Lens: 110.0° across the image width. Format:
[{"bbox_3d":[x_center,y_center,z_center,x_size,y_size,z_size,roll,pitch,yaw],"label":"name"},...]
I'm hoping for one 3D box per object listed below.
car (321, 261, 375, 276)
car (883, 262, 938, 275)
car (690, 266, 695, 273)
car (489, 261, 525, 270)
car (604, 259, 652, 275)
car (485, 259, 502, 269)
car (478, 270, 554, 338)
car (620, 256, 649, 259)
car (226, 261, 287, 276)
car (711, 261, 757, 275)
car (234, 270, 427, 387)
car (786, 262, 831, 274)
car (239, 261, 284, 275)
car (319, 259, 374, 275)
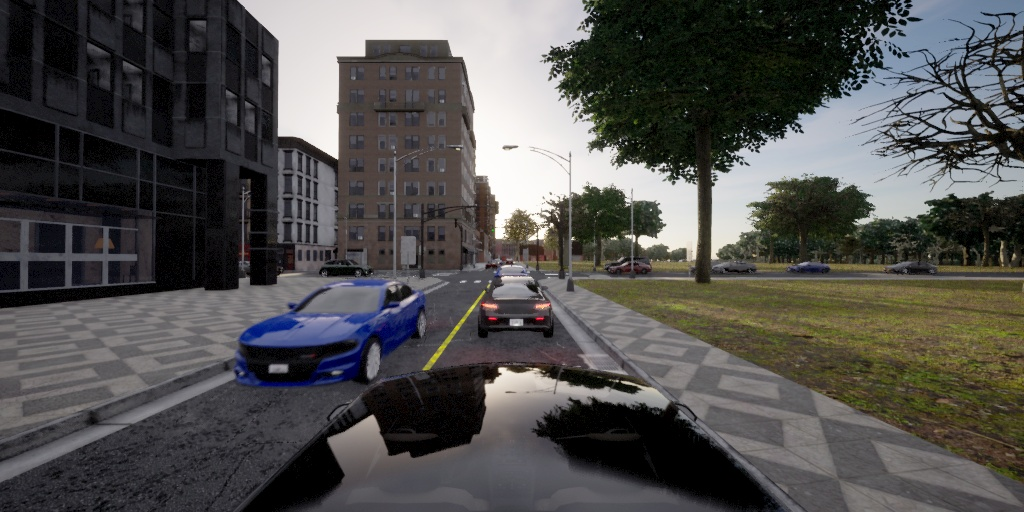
[{"bbox_3d":[-16.628,1.283,36.519,4.674,1.442,1.812,0,-1,-2],"label":"car"},{"bbox_3d":[44.594,1.370,40.200,4.892,1.490,1.837,1,-1,0],"label":"car"},{"bbox_3d":[23.999,1.390,43.411,4.674,1.442,1.812,0,-1,0],"label":"car"},{"bbox_3d":[-0.013,1.241,19.733,1.882,1.535,5.008,0,0,0],"label":"car"},{"bbox_3d":[13.165,1.343,40.096,4.674,1.442,1.812,0,-1,-3],"label":"car"},{"bbox_3d":[-3.085,1.429,56.196,1.895,1.301,4.718,0,0,1],"label":"car"},{"bbox_3d":[0.076,1.280,10.123,1.812,1.442,4.674,0,0,-1],"label":"car"},{"bbox_3d":[13.983,1.075,43.369,5.566,2.045,2.150,0,-1,0],"label":"car"},{"bbox_3d":[-25.882,1.266,36.468,4.892,1.490,1.837,0,-1,0],"label":"car"},{"bbox_3d":[24.700,1.322,40.167,4.902,1.511,2.128,0,-1,0],"label":"car"},{"bbox_3d":[-3.114,1.230,7.272,1.882,1.535,5.008,0,0,0],"label":"car"},{"bbox_3d":[35.863,1.408,43.456,4.674,1.442,1.812,0,-1,0],"label":"car"},{"bbox_3d":[-24.383,1.216,33.226,4.902,1.511,2.128,0,-1,0],"label":"car"},{"bbox_3d":[-15.246,1.074,33.272,4.553,1.767,2.097,0,-1,0],"label":"car"}]
